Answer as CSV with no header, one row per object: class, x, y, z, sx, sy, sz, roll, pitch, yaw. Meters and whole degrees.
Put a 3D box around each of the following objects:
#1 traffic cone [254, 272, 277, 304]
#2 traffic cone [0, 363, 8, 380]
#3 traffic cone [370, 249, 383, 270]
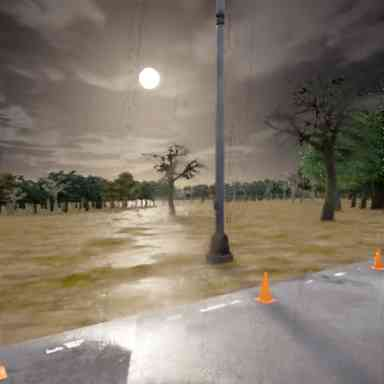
traffic cone,1.550,1.982,6.990,0.340,0.580,0.340,0,0,-36
traffic cone,-2.468,1.963,4.064,0.340,0.580,0.340,0,0,-36
traffic cone,5.580,1.996,9.951,0.340,0.580,0.340,0,0,-36
